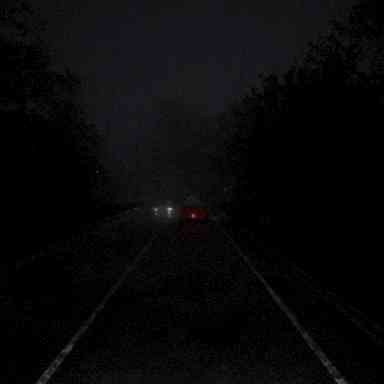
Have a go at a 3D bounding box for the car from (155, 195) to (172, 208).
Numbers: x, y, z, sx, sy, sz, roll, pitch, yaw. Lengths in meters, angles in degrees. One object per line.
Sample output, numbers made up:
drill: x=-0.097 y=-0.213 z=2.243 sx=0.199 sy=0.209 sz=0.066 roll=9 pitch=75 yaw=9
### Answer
car: x=-3.584 y=1.135 z=42.596 sx=1.882 sy=1.535 sz=5.008 roll=0 pitch=0 yaw=0

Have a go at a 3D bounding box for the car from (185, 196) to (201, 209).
car: x=0.071 y=1.201 z=40.246 sx=1.812 sy=1.442 sz=4.674 roll=0 pitch=1 yaw=0

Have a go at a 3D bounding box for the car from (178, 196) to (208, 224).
car: x=0.083 y=1.293 z=22.962 sx=1.882 sy=1.535 sz=5.008 roll=0 pitch=0 yaw=0
